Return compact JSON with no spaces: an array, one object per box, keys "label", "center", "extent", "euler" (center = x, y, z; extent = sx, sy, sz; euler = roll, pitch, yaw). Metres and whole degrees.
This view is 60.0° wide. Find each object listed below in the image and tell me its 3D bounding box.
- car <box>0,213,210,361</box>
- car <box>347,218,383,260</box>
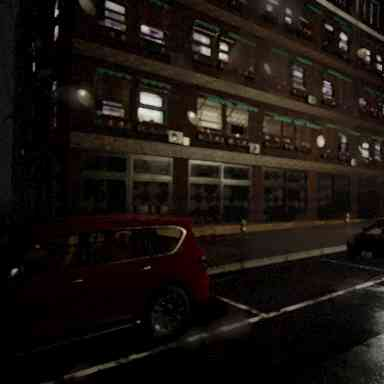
[{"label":"car","center":[-1.997,1.319,5.110],"extent":[5.009,1.841,2.192],"euler":[0,1,-35]},{"label":"car","center":[7.279,1.599,11.730],"extent":[4.313,1.339,1.947],"euler":[0,1,-35]}]
